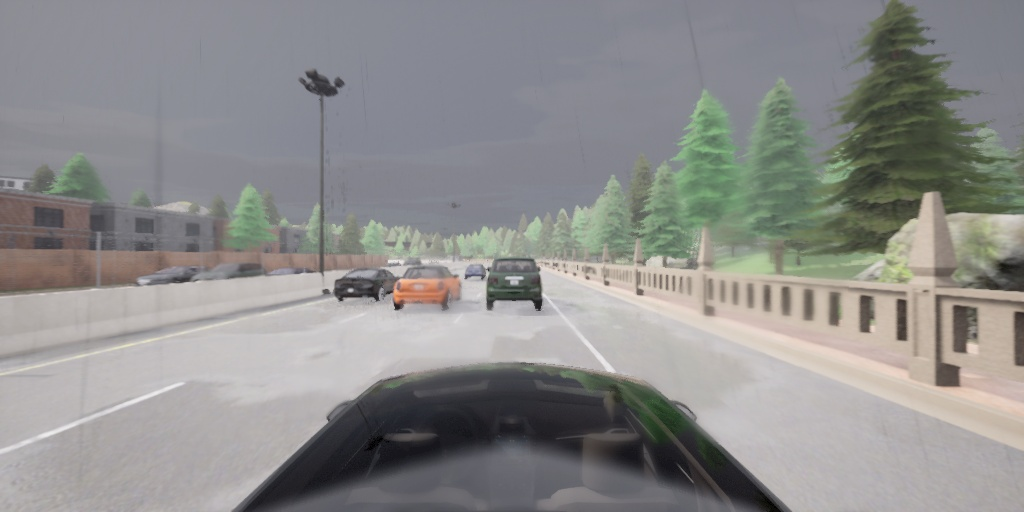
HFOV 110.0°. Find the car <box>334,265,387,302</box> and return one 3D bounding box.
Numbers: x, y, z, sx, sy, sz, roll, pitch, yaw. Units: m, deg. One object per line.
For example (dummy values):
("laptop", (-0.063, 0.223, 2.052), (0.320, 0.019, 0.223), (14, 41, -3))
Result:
("car", (-6.915, 1.320, 17.840), (1.882, 1.535, 5.008), (0, 0, 0))

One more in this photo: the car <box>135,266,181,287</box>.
("car", (-21.116, 1.374, 23.007), (2.128, 1.511, 4.902), (0, 0, 0))

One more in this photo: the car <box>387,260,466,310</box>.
("car", (-3.414, 1.177, 15.323), (2.097, 1.767, 4.553), (0, 0, 0))

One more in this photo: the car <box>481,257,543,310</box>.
("car", (0.088, 1.044, 15.381), (2.150, 2.045, 5.566), (0, 0, 0))

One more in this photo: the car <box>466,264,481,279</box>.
("car", (-3.429, 1.475, 34.602), (2.033, 1.411, 5.357), (0, 0, 0))

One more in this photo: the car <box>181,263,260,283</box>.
("car", (-17.617, 1.230, 22.661), (2.097, 1.767, 4.553), (0, 0, 0))

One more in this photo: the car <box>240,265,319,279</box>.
("car", (-14.117, 1.422, 22.788), (2.033, 1.411, 5.357), (0, 0, 0))
